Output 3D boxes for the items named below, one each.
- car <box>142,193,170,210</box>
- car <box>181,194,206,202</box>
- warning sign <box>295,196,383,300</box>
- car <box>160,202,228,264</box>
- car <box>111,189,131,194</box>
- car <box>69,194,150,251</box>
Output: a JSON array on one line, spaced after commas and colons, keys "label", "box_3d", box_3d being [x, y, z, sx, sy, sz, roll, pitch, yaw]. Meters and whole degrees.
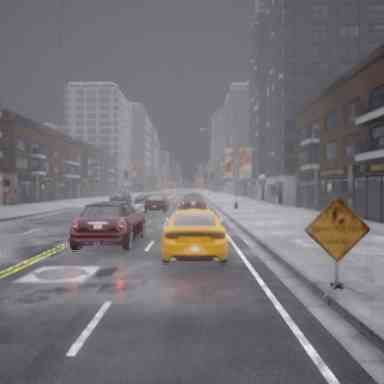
[{"label": "car", "box_3d": [-3.134, 1.025, 30.386, 1.882, 1.535, 5.008, 0, 1, 0]}, {"label": "car", "box_3d": [0.104, 0.927, 28.572, 2.097, 1.767, 4.553, 0, 1, 0]}, {"label": "warning sign", "box_3d": [2.851, 1.016, 6.556, 1.300, 1.860, 1.060, 0, 1, 0]}, {"label": "car", "box_3d": [0.084, 1.309, 11.206, 1.882, 1.535, 5.008, 0, 1, 0]}, {"label": "car", "box_3d": [-9.802, 0.541, 45.904, 2.150, 2.045, 5.566, 0, 0, 0]}, {"label": "car", "box_3d": [-3.157, 1.153, 13.303, 2.097, 1.767, 4.553, 0, 1, 0]}]
